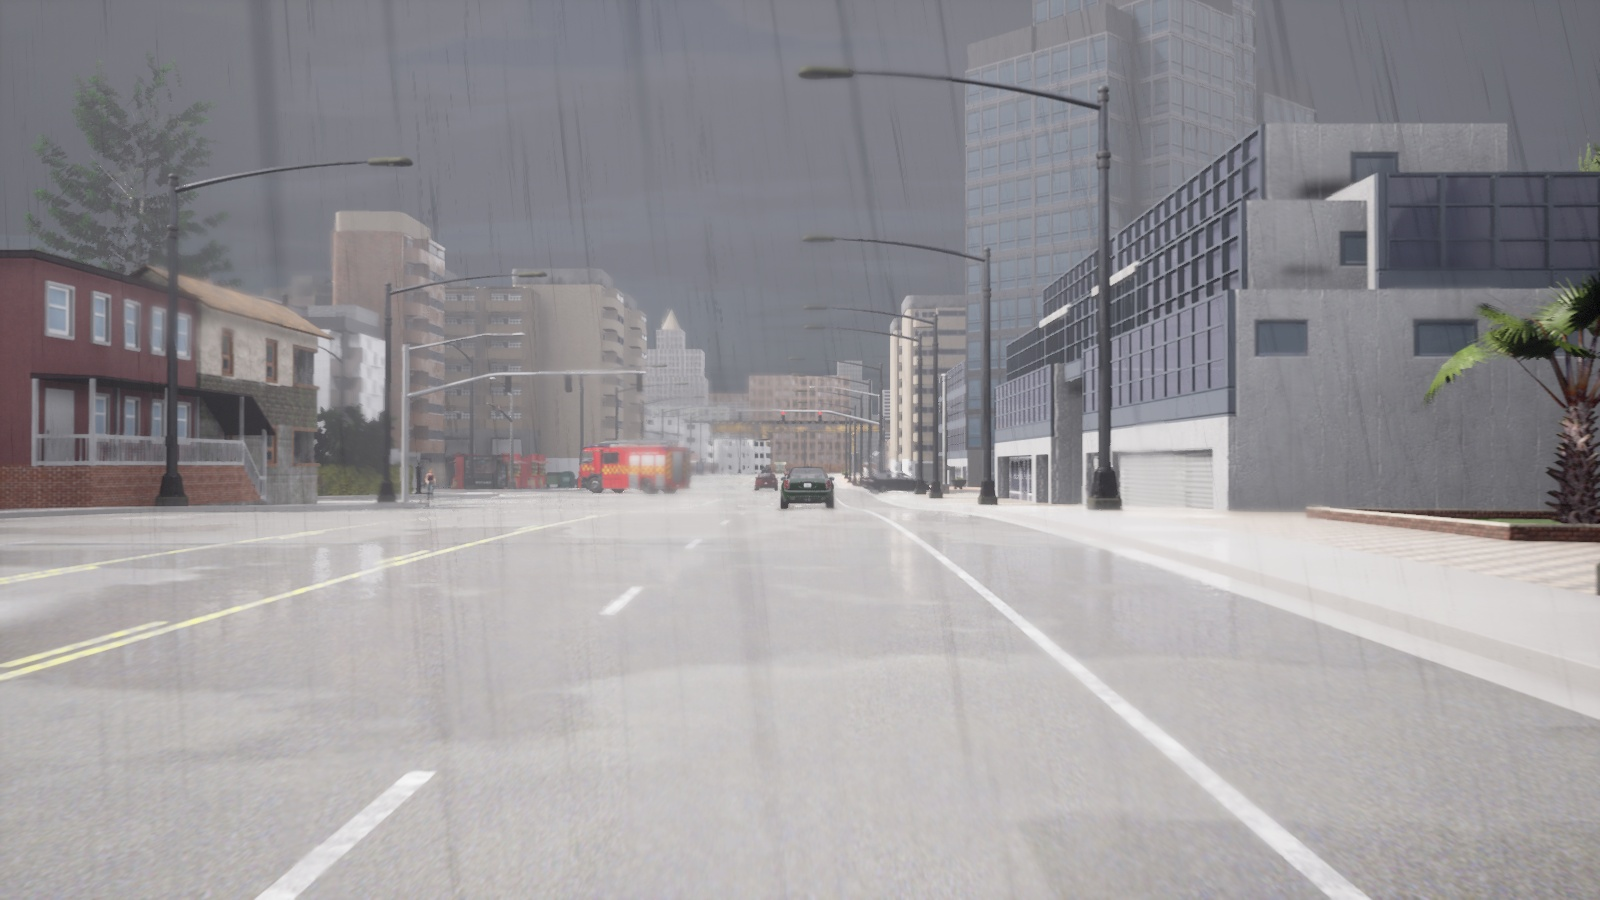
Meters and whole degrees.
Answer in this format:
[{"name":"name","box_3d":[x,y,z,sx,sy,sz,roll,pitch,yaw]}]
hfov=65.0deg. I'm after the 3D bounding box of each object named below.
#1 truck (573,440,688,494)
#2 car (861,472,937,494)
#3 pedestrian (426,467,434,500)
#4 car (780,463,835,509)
[{"name":"truck","box_3d":[-12.360,1.243,91.299,8.468,3.827,2.891,0,-1,33]},{"name":"car","box_3d":[6.988,2.342,89.008,4.902,1.511,2.128,0,-1,-19]},{"name":"pedestrian","box_3d":[-20.696,1.875,70.227,0.345,1.836,0.594,0,-1,-22]},{"name":"car","box_3d":[0.299,1.457,50.052,2.097,1.767,4.553,0,-2,0]}]
